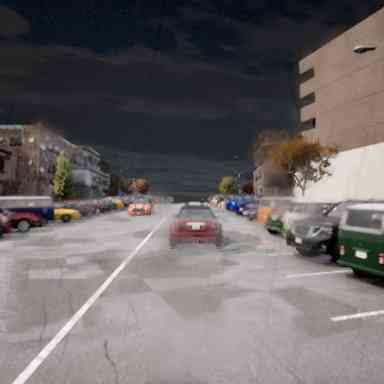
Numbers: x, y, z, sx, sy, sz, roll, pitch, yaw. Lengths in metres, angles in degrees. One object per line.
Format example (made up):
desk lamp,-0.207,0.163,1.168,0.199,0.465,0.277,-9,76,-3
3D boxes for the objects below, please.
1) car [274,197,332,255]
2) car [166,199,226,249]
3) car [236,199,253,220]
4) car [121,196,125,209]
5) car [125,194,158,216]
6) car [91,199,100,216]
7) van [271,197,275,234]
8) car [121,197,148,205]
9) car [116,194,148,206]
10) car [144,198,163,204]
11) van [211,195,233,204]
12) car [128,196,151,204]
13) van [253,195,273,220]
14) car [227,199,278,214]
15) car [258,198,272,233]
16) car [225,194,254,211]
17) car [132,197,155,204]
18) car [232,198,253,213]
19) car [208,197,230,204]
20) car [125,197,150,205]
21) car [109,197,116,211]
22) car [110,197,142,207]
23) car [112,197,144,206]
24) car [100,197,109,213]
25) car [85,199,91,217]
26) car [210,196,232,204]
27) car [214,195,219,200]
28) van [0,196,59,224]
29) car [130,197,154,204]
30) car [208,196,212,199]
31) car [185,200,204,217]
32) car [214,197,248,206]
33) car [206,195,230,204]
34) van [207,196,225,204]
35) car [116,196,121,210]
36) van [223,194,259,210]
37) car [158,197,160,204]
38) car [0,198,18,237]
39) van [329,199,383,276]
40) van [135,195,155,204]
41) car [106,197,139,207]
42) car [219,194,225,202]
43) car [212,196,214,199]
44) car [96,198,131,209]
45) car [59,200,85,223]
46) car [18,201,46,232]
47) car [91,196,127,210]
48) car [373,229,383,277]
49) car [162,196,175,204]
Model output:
car,6.097,1.265,11.719,5.566,2.045,2.435,1,0,-19
car,0.158,1.374,14.896,2.097,1.767,4.553,0,0,0
car,6.436,1.540,26.744,4.892,1.521,2.231,1,0,-19
car,-11.287,1.546,42.210,5.008,1.535,2.097,-1,0,-20
car,-4.926,1.406,32.854,2.097,1.767,4.553,0,0,0
car,-11.208,1.554,30.478,4.792,1.488,2.163,-1,0,-20
van,6.081,1.294,14.690,4.442,1.987,1.878,1,0,-19
car,-11.288,1.758,65.678,4.892,1.521,2.231,-1,-1,-20
car,-11.332,1.461,62.736,5.566,2.045,2.435,-1,-1,-20
car,-11.087,2.598,94.996,5.008,1.535,2.097,0,-3,-19
van,6.439,1.645,71.671,4.442,1.987,1.878,1,-1,-20
car,-11.240,1.744,71.556,4.553,1.767,2.185,0,-1,-20
van,6.430,1.306,20.778,4.442,1.987,1.878,1,0,-19
car,6.519,1.553,35.783,4.892,1.521,2.231,1,0,-20
car,6.225,1.400,17.725,4.553,1.767,2.185,1,0,-19
car,6.531,1.297,32.780,5.566,2.045,2.435,1,0,-19
car,-11.242,2.006,77.413,5.008,1.535,2.097,0,-2,-20
car,6.494,1.573,29.764,4.792,1.488,2.163,1,0,-19
car,6.628,2.119,80.699,4.792,1.488,2.163,1,-2,-19
car,-11.277,1.813,68.616,4.892,1.521,2.231,-1,-1,-20
car,-11.265,1.537,36.340,4.892,1.521,2.231,-1,0,-20
car,-11.317,1.636,56.879,5.008,1.535,2.097,-1,-1,-20
car,-11.482,1.668,59.752,5.366,1.575,1.946,-1,0,-20
car,-11.262,1.530,33.405,5.008,1.535,2.097,-1,0,-20
car,-11.224,1.519,27.532,5.008,1.535,2.097,-1,0,-20
car,6.532,1.813,74.699,4.553,1.767,2.185,1,-2,-20
car,6.330,1.571,47.710,5.366,1.575,1.946,1,0,-20
van,-11.282,1.284,21.618,4.442,1.987,1.878,-1,0,-20
car,-11.227,1.965,74.496,4.792,1.488,2.163,0,-2,-20
car,6.359,1.809,68.651,5.366,1.575,1.946,1,-1,-20
car,0.229,1.577,32.583,1.812,1.442,4.674,0,0,0
car,6.676,1.641,56.814,5.366,1.575,1.946,1,-1,-20
car,6.606,1.921,83.669,5.566,2.045,2.435,1,-2,-19
van,6.567,2.135,89.629,4.442,1.987,1.878,1,-2,-19
car,-11.274,1.542,39.272,4.892,1.521,2.231,-1,0,-20
van,6.623,1.342,44.821,4.442,1.987,1.878,1,0,-20
car,-11.197,2.206,83.280,4.674,1.452,2.002,0,-2,-20
car,-11.082,1.372,15.774,4.553,1.767,2.185,-1,0,-21
van,6.164,1.288,8.775,4.442,1.987,1.878,1,0,-19
van,-11.327,1.858,80.313,4.442,1.987,1.878,0,-1,-20
car,-11.306,1.605,53.948,5.008,1.535,2.097,-1,0,-20
car,6.555,1.306,38.799,5.566,2.045,2.435,1,0,-20
car,6.529,1.341,50.780,5.566,2.045,2.435,1,-1,-20
car,-11.312,1.606,48.084,4.674,1.452,2.002,-1,-1,-20
car,-11.019,1.509,24.661,5.366,1.575,1.946,-1,0,-20
car,-11.148,1.503,18.717,5.008,1.535,2.097,-1,0,-21
car,-11.273,1.428,45.152,4.553,1.767,2.185,-1,0,-20
car,5.979,1.508,5.737,5.008,1.535,2.097,1,0,-19
car,-4.842,1.732,73.596,2.097,1.767,4.553,0,-1,0
